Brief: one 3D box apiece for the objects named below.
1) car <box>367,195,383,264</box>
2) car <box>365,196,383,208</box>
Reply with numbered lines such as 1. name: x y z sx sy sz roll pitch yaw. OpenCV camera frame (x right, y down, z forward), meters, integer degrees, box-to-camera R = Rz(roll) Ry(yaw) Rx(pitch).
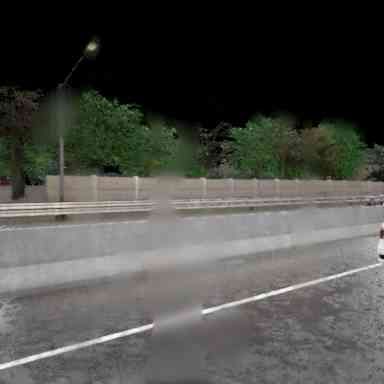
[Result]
1. car: 7.151 1.155 8.843 5.566 2.045 2.150 0 0 -35
2. car: 24.308 1.213 42.532 4.892 1.490 1.837 0 0 -35
